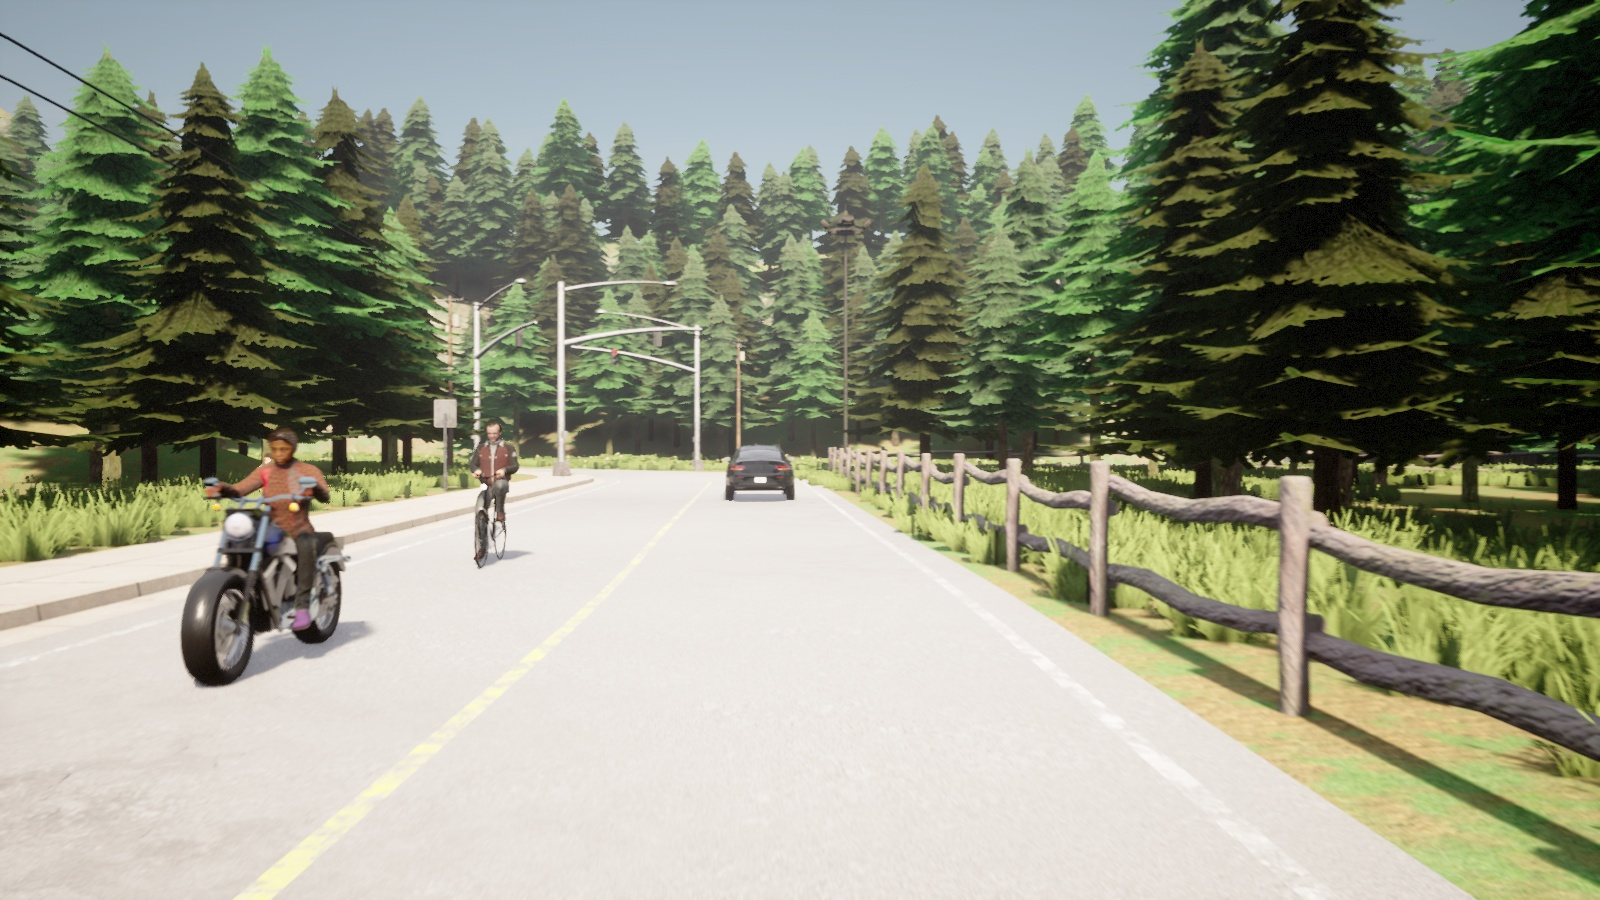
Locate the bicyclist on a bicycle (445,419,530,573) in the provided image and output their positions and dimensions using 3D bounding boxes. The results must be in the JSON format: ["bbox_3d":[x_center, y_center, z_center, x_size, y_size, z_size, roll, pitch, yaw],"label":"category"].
[{"bbox_3d":[-3.803,0.531,15.405,0.659,1.776,1.843,0,0,-2],"label":"bicyclist on a bicycle"}]

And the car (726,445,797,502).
[{"bbox_3d":[-1.080,0.586,34.421,1.812,1.442,4.674,0,0,-2],"label":"car"}]

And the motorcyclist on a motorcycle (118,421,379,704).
[{"bbox_3d":[-3.604,0.647,8.488,0.766,1.649,2.350,0,1,-1],"label":"motorcyclist on a motorcycle"}]
